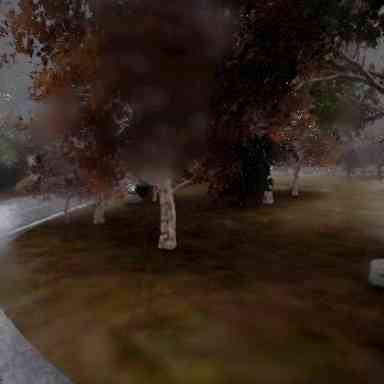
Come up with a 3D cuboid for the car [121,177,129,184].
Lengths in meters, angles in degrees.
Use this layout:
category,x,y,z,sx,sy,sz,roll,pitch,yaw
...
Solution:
category,x,y,z,sx,sy,sz,roll,pitch,yaw
car,-13.304,-2.292,66.918,2.128,1.511,4.902,0,4,3
